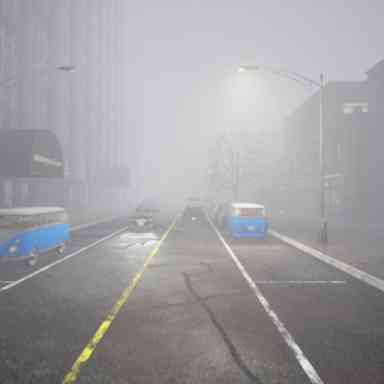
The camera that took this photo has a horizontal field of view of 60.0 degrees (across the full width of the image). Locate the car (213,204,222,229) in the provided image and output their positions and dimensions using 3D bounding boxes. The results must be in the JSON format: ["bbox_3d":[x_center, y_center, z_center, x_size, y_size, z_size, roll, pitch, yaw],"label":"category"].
[{"bbox_3d":[2.729,1.749,22.600,1.947,1.339,4.313,1,0,0],"label":"car"}]

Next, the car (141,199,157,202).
[{"bbox_3d":[-5.631,1.891,39.247,1.802,1.307,4.206,1,0,0],"label":"car"}]

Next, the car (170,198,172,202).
[{"bbox_3d":[-5.596,2.071,66.978,1.947,1.339,4.313,1,0,0],"label":"car"}]

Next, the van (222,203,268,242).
[{"bbox_3d":[2.725,1.481,17.056,1.690,1.788,3.998,1,0,0],"label":"van"}]

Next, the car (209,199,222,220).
[{"bbox_3d":[2.738,1.666,28.147,1.967,1.590,4.097,1,0,0],"label":"car"}]

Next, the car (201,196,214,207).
[{"bbox_3d":[2.781,1.783,61.424,2.192,1.841,5.009,1,0,0],"label":"car"}]

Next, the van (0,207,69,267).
[{"bbox_3d":[-5.662,1.436,11.519,1.690,1.788,3.998,1,0,0],"label":"van"}]

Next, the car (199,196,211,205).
[{"bbox_3d":[2.795,1.859,72.517,2.192,1.841,5.009,1,0,0],"label":"car"}]

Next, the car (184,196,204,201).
[{"bbox_3d":[0.155,1.566,43.735,2.150,2.045,5.566,0,0,0],"label":"car"}]

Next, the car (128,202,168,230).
[{"bbox_3d":[-3.070,1.673,22.499,2.128,1.511,4.902,0,0,0],"label":"car"}]

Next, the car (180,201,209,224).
[{"bbox_3d":[0.134,1.720,26.724,1.837,1.490,4.892,0,0,0],"label":"car"}]

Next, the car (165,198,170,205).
[{"bbox_3d":[-5.602,1.992,61.260,1.752,1.417,4.829,1,0,0],"label":"car"}]

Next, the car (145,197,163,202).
[{"bbox_3d":[-5.620,1.665,44.795,2.192,1.841,5.009,1,0,0],"label":"car"}]

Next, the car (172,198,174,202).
[{"bbox_3d":[-5.588,2.067,72.353,1.752,1.417,4.829,1,0,0],"label":"car"}]

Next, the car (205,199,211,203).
[{"bbox_3d":[2.750,1.854,39.239,1.887,1.381,4.507,1,0,0],"label":"car"}]

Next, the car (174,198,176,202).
[{"bbox_3d":[-5.561,2.251,94.705,1.947,1.339,4.313,1,0,0],"label":"car"}]

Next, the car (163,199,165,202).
[{"bbox_3d":[-5.616,1.914,50.169,1.752,1.417,4.829,1,0,0],"label":"car"}]

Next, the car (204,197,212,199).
[{"bbox_3d":[2.765,1.917,50.501,1.752,1.417,4.829,1,0,0],"label":"car"}]
